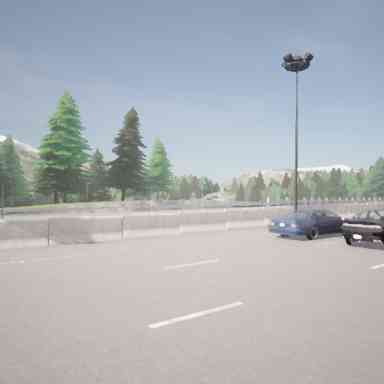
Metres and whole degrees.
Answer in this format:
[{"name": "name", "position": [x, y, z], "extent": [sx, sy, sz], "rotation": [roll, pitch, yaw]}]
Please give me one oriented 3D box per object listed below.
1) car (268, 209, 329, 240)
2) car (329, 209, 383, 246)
[{"name": "car", "position": [6.238, 1.564, 16.917], "extent": [5.357, 1.411, 2.033], "rotation": [0, 0, -35]}, {"name": "car", "position": [8.271, 1.496, 14.068], "extent": [4.902, 1.511, 2.128], "rotation": [0, 0, -35]}]
